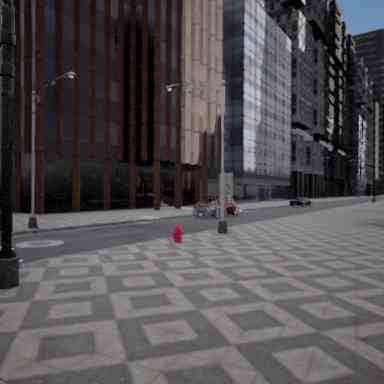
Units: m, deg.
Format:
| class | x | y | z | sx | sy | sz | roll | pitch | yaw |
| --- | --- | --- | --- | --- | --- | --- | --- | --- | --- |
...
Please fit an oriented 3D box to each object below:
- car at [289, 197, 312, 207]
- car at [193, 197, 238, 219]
| class | x | y | z | sx | sy | sz | roll | pitch | yaw |
| --- | --- | --- | --- | --- | --- | --- | --- | --- | --- |
| car | 14.947 | 1.385 | 45.702 | 1.895 | 1.301 | 4.718 | 1 | 0 | 36 |
| car | 2.000 | 1.185 | 27.722 | 2.097 | 1.767 | 4.553 | 1 | 0 | 36 |
